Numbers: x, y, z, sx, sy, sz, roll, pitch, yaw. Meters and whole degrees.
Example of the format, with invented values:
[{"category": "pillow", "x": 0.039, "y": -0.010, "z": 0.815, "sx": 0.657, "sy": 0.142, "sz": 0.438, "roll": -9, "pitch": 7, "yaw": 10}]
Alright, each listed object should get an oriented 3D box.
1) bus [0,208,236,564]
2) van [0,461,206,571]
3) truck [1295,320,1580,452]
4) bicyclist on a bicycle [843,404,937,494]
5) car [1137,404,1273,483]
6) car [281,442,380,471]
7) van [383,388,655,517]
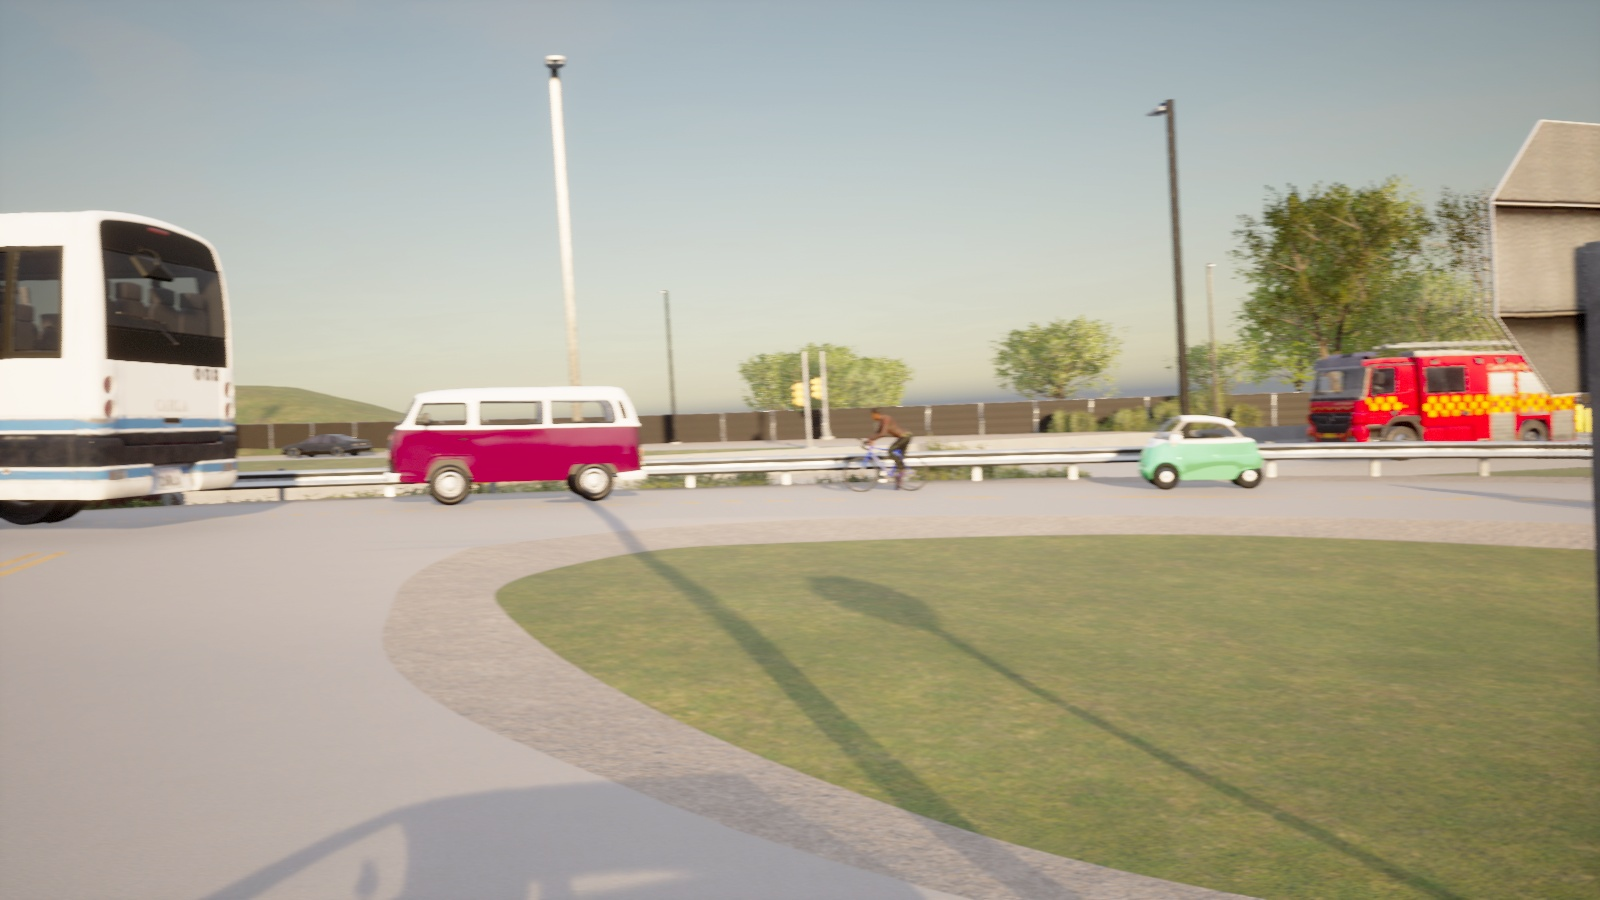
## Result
[{"category": "bus", "x": -13.903, "y": -0.687, "z": 17.539, "sx": 10.273, "sy": 4.253, "sz": 3.944, "roll": -1, "pitch": 1, "yaw": 6}, {"category": "van", "x": -15.319, "y": 1.385, "z": 26.742, "sx": 4.442, "sy": 1.987, "sz": 1.775, "roll": -4, "pitch": 2, "yaw": -13}, {"category": "truck", "x": 21.307, "y": -2.124, "z": 42.076, "sx": 8.468, "sy": 3.827, "sz": 2.891, "roll": -4, "pitch": 2, "yaw": -13}, {"category": "bicyclist on a bicycle", "x": 1.697, "y": -0.037, "z": 23.831, "sx": 1.656, "sy": 1.620, "sz": 0.582, "roll": -3, "pitch": 2, "yaw": -5}, {"category": "car", "x": 7.625, "y": -0.140, "z": 23.787, "sx": 2.207, "sy": 1.376, "sz": 1.481, "roll": -1, "pitch": 2, "yaw": 9}, {"category": "car", "x": -28.532, "y": 0.376, "z": 76.368, "sx": 5.357, "sy": 1.411, "sz": 2.033, "roll": -3, "pitch": 2, "yaw": 14}, {"category": "van", "x": -5.023, "y": 0.002, "z": 22.495, "sx": 4.480, "sy": 2.038, "sz": 2.069, "roll": -2, "pitch": 1, "yaw": -16}]
